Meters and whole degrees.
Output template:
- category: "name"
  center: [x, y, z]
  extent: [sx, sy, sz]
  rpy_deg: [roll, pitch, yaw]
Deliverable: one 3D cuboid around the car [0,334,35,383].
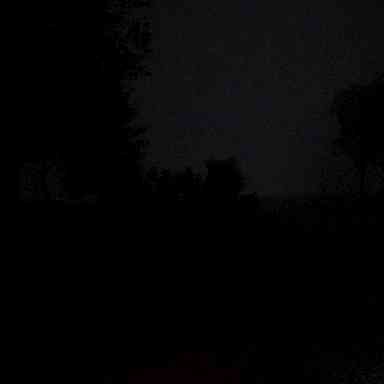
- category: "car"
  center: [-2.987, 1.495, 0.868]
  extent: [4.902, 1.511, 2.128]
  rpy_deg: [0, 1, -36]
